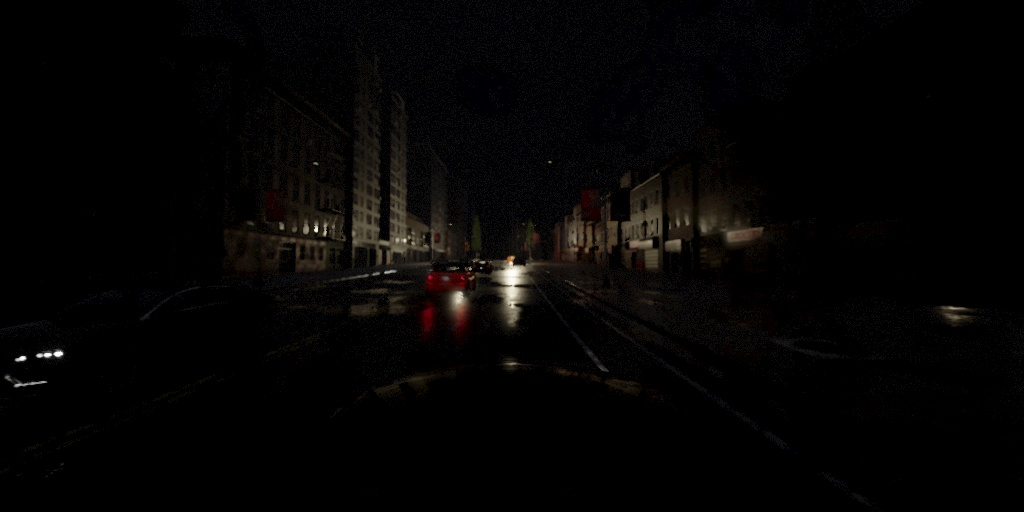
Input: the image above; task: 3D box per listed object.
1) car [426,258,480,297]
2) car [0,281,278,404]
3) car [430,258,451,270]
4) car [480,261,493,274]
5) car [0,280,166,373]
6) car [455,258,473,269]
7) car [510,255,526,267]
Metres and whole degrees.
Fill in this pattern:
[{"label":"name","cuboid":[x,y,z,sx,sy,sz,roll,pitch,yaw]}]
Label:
[{"label":"car","cuboid":[-3.149,1.109,19.348,2.097,1.767,4.553,0,0,0]},{"label":"car","cuboid":[-6.598,1.264,6.664,2.128,1.511,4.902,0,0,0]},{"label":"car","cuboid":[-9.814,1.052,49.502,1.812,1.442,4.674,0,0,0]},{"label":"car","cuboid":[-3.147,1.177,38.786,1.994,1.385,4.181,0,0,0]},{"label":"car","cuboid":[-9.849,1.319,6.481,2.033,1.411,5.357,0,0,0]},{"label":"car","cuboid":[-6.566,1.030,49.747,1.837,1.490,4.892,0,0,0]},{"label":"car","cuboid":[1.141,0.806,57.857,2.097,1.767,4.553,0,0,0]}]
